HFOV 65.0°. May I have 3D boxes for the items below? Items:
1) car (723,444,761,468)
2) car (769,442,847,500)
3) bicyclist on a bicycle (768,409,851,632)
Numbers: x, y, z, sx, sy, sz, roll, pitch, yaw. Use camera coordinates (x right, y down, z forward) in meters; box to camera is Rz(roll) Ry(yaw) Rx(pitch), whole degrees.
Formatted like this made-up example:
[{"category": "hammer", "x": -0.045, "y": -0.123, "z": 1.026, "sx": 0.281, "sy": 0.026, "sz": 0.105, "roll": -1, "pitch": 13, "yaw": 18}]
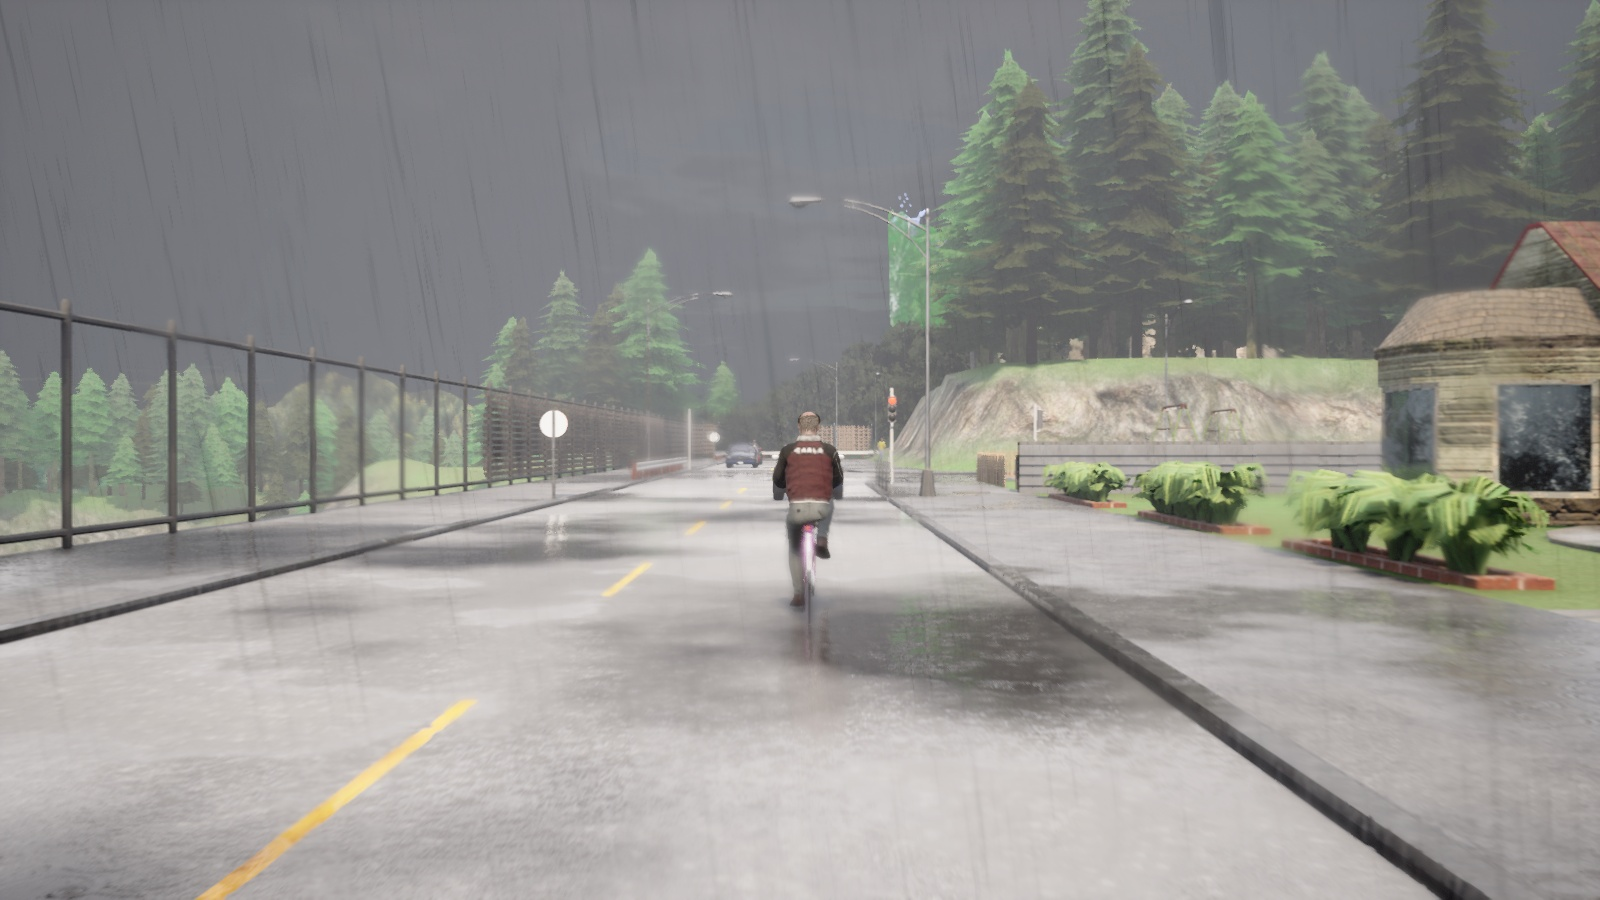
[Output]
[{"category": "car", "x": -3.486, "y": 0.359, "z": 76.721, "sx": 2.033, "sy": 1.411, "sz": 5.357, "roll": 0, "pitch": 0, "yaw": 0}, {"category": "car", "x": 0.218, "y": 0.522, "z": 33.683, "sx": 1.970, "sy": 1.475, "sz": 3.806, "roll": 0, "pitch": 0, "yaw": 0}, {"category": "bicyclist on a bicycle", "x": 0.079, "y": 0.556, "z": 10.914, "sx": 0.659, "sy": 1.776, "sz": 1.843, "roll": 0, "pitch": 1, "yaw": 0}]
